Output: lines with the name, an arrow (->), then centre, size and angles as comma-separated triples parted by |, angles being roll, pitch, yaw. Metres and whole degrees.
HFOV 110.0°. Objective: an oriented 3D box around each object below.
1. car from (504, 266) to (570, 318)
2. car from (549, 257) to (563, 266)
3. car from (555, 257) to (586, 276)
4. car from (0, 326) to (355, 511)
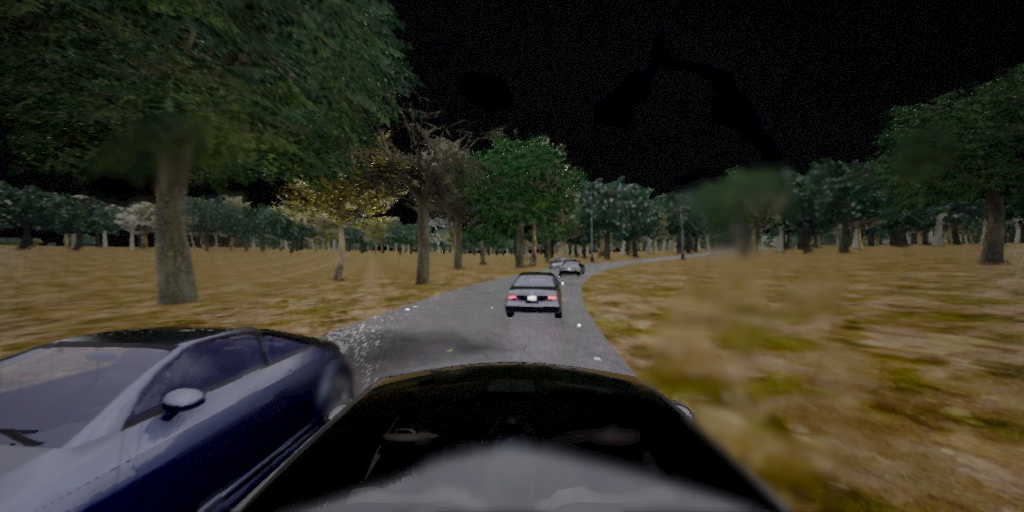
car -> 0.903, 1.273, 13.006 | 2.033, 1.411, 5.357 | 0, 0, 7
car -> 5.799, 0.860, 42.433 | 2.128, 1.511, 4.902 | 0, 1, 25
car -> 5.644, 1.079, 33.274 | 1.994, 1.385, 4.181 | 0, 1, 18
car -> -2.954, 1.300, 2.718 | 1.994, 1.385, 4.181 | 0, 0, 2
